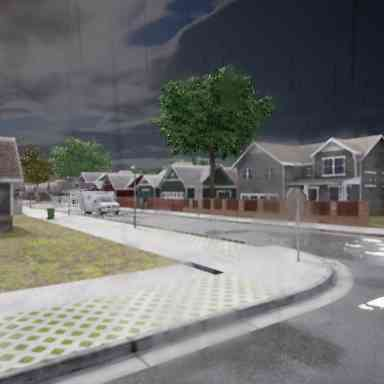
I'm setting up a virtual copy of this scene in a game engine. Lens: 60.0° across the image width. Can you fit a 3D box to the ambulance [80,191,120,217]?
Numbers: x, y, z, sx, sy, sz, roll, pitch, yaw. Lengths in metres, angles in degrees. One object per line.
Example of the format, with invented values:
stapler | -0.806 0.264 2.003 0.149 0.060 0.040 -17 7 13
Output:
ambulance | -9.519 1.165 34.371 2.351 2.431 6.366 0 0 -35
